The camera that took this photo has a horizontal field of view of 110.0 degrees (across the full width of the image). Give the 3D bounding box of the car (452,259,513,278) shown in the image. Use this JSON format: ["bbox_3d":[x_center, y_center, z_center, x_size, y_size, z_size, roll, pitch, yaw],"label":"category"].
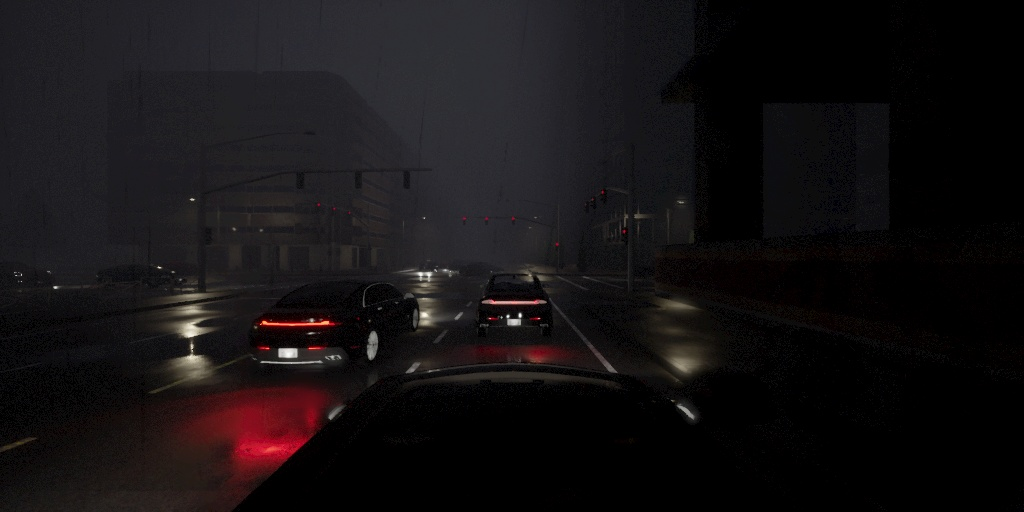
[{"bbox_3d":[-2.582,1.267,30.789,4.902,1.511,2.128,0,0,45],"label":"car"}]

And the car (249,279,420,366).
[{"bbox_3d":[-3.451,1.255,7.977,1.837,1.490,4.892,0,0,0],"label":"car"}]

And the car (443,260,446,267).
[{"bbox_3d":[-10.941,1.351,57.549,1.895,1.301,4.718,0,0,1],"label":"car"}]

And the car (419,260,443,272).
[{"bbox_3d":[-10.980,1.241,47.566,2.128,1.511,4.902,0,0,0],"label":"car"}]

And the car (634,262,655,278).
[{"bbox_3d":[13.949,1.297,34.287,4.902,1.511,2.128,0,0,0],"label":"car"}]

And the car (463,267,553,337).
[{"bbox_3d":[0.059,1.242,10.297,2.128,1.511,4.902,0,0,0],"label":"car"}]

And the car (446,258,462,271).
[{"bbox_3d":[-7.486,1.228,50.336,1.882,1.535,5.008,0,0,0],"label":"car"}]

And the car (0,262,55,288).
[{"bbox_3d":[-33.393,1.157,23.673,4.553,1.767,2.097,0,0,0],"label":"car"}]

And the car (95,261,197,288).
[{"bbox_3d":[-24.326,1.297,23.655,4.902,1.511,2.128,0,0,0],"label":"car"}]
